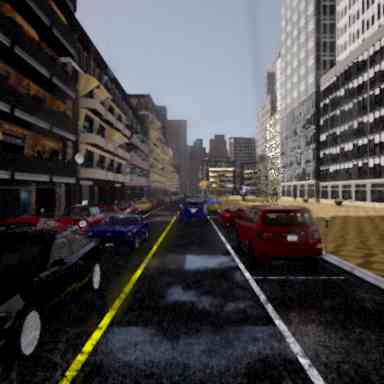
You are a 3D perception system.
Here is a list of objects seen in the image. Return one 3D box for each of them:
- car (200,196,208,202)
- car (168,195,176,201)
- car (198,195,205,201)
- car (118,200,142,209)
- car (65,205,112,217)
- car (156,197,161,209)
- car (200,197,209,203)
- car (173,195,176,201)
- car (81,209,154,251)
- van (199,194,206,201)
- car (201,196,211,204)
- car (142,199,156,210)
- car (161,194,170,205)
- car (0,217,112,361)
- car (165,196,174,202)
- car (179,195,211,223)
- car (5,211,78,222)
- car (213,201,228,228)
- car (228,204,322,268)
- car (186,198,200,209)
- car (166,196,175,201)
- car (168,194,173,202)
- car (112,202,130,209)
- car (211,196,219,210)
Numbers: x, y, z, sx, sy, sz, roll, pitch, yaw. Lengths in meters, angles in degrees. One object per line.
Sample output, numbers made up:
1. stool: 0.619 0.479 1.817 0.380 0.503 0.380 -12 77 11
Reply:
1. car: 2.727 1.686 77.606 1.802 1.307 4.206 0 0 0
2. car: -5.644 1.585 94.191 1.967 1.590 4.097 0 0 0
3. car: 2.737 1.669 94.356 1.752 1.417 4.829 0 0 0
4. car: -5.681 1.463 27.872 1.967 1.590 4.097 0 0 0
5. car: -5.687 1.453 16.819 1.967 1.590 4.097 0 0 0
6. car: -5.671 1.587 44.451 1.887 1.381 4.507 0 0 0
7. car: 2.724 1.674 72.081 1.802 1.307 4.206 0 0 0
8. car: -5.655 1.420 77.612 2.192 1.841 5.009 0 0 0
9. car: -2.993 1.611 14.310 1.895 1.301 4.718 0 0 0
10. van: 2.732 1.470 88.661 1.690 1.788 3.998 0 0 0
11. car: 2.721 1.607 66.724 1.752 1.417 4.829 0 0 0
12. car: -5.674 1.560 38.756 1.752 1.417 4.829 0 0 0
13. car: -5.662 1.616 61.032 1.887 1.381 4.507 0 0 0
14. car: -3.092 1.482 6.131 1.882 1.535 5.008 0 0 0
15. car: -5.649 1.668 83.139 2.008 1.369 4.403 0 0 0
16. car: 0.115 1.371 25.422 2.097 1.767 4.553 0 0 0
17. car: -5.689 1.553 11.291 1.887 1.381 4.507 0 0 0
18. car: 2.697 1.561 22.341 1.887 1.381 4.507 0 0 0
19. car: 2.690 1.322 11.287 2.192 1.841 5.009 0 0 0
20. car: 0.119 1.547 45.896 1.837 1.490 4.892 0 0 0
21. car: -5.646 1.682 88.665 2.008 1.369 4.403 0 0 0
22. car: -5.656 1.618 71.916 1.752 1.417 4.829 0 0 0
23. car: -5.683 1.600 22.346 1.802 1.307 4.206 0 0 0
24. car: 2.706 1.559 39.091 1.752 1.417 4.829 0 0 0
